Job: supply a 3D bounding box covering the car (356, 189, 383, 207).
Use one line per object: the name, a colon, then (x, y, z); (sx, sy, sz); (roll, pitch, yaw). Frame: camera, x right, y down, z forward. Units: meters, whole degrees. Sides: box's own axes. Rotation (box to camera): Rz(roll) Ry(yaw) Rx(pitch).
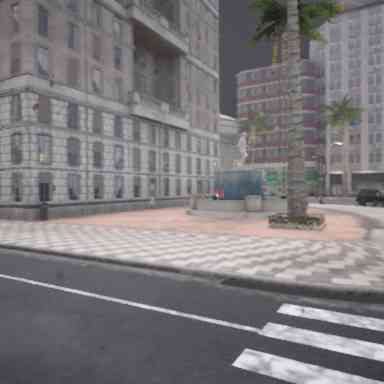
car: (21.535, 0.634, 38.278); (2.150, 2.045, 5.566); (-1, 1, -18)
